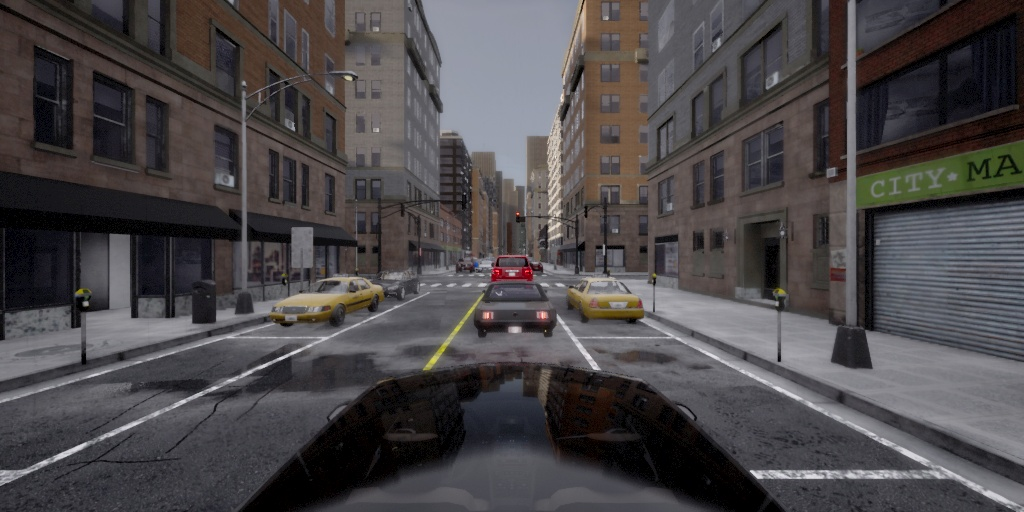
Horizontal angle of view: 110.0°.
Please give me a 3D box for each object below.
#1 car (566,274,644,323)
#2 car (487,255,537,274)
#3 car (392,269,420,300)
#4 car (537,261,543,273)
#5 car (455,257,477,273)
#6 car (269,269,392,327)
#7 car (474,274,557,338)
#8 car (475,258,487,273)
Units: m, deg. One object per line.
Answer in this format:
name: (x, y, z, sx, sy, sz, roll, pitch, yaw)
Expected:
car: (2.860, 1.276, 11.947, 1.751, 1.417, 4.829, 0, 0, 0)
car: (0.006, 0.974, 19.957, 2.150, 2.045, 5.566, 0, 0, 0)
car: (-5.664, 1.302, 17.305, 2.007, 1.370, 4.403, 0, 0, 0)
car: (2.869, 1.308, 44.076, 1.888, 1.381, 4.507, 0, 0, 0)
car: (-5.656, 1.078, 44.079, 2.192, 1.841, 5.009, 0, 0, 0)
car: (-5.666, 1.276, 11.610, 1.751, 1.417, 4.829, 0, 0, 0)
car: (0.084, 1.351, 10.187, 1.895, 1.301, 4.718, 0, 0, 0)
car: (-3.089, 1.288, 43.374, 1.812, 1.442, 4.674, 0, 0, 0)
